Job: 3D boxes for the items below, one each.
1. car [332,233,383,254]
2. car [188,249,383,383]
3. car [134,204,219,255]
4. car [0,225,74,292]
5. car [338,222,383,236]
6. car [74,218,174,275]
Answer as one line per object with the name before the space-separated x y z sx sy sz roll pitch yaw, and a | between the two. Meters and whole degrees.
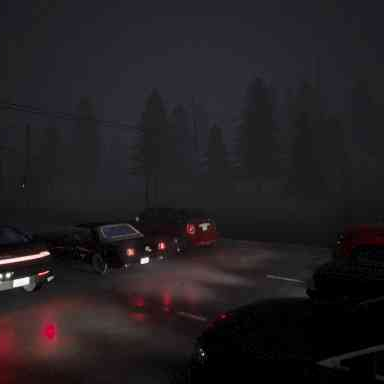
car | 4.353 1.601 5.191 4.718 1.301 1.895 0 0 35
car | 2.199 1.492 2.408 4.902 1.511 2.128 0 0 36
car | -1.256 1.352 13.480 4.553 1.767 2.097 0 0 36
car | -5.205 1.492 7.698 4.902 1.511 2.128 0 0 35
car | 6.413 1.221 8.020 5.566 2.045 2.150 0 0 35
car | -3.076 1.601 10.474 4.718 1.301 1.895 0 0 37
